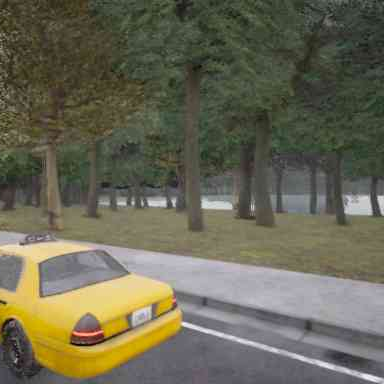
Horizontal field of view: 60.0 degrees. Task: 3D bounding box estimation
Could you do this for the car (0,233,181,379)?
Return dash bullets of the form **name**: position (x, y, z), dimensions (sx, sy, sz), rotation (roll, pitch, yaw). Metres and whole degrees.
- **car**: position (-2.684, 1.458, 5.476), dimensions (5.366, 1.575, 1.801), rotation (0, 0, 36)
